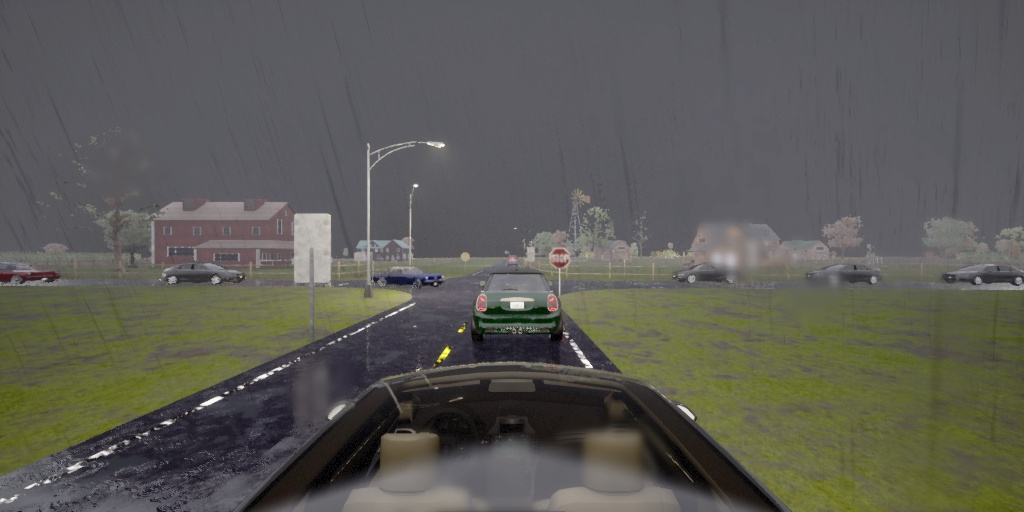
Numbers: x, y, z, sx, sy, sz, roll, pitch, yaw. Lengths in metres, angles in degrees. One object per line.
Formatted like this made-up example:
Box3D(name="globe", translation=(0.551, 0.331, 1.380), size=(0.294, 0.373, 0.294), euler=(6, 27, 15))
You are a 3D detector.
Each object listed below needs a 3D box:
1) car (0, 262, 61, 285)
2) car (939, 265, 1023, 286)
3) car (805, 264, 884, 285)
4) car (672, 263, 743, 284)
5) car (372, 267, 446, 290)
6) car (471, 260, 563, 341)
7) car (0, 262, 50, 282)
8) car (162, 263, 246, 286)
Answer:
Box3D(name="car", translation=(-34.192, 1.253, 24.549), size=(4.718, 1.301, 1.895), euler=(0, 0, 1))
Box3D(name="car", translation=(35.165, 1.383, 26.812), size=(4.892, 1.490, 1.837), euler=(0, 0, 1))
Box3D(name="car", translation=(24.862, 1.338, 26.922), size=(4.892, 1.490, 1.837), euler=(0, 0, 1))
Box3D(name="car", translation=(14.648, 1.299, 27.023), size=(4.892, 1.490, 1.837), euler=(0, 0, 1))
Box3D(name="car", translation=(-6.404, 1.339, 22.289), size=(4.718, 1.301, 1.895), euler=(0, 0, 29))
Box3D(name="car", translation=(0.119, 1.101, 10.006), size=(2.097, 1.767, 4.553), euler=(0, 0, 0))
Box3D(name="car", translation=(-39.464, 1.180, 27.551), size=(5.357, 1.411, 2.033), euler=(0, 0, 1))
Box3D(name="car", translation=(-20.867, 1.194, 24.417), size=(4.892, 1.490, 1.837), euler=(0, 0, 1))
